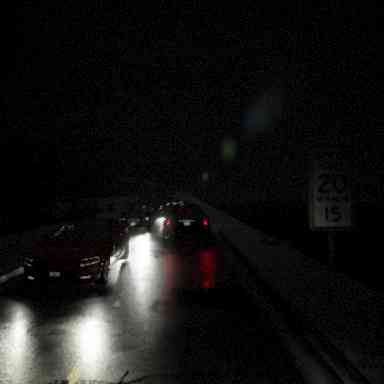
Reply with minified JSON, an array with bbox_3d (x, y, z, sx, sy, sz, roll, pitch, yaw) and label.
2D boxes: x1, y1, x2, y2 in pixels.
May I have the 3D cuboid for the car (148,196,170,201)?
[{"bbox_3d":[-3.539,1.391,31.457,2.097,1.767,4.553,0,0,-1],"label":"car"}]

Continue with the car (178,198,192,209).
[{"bbox_3d":[-1.008,1.555,47.144,1.812,1.442,4.674,0,0,-1],"label":"car"}]

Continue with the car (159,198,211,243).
[{"bbox_3d":[-0.267,1.366,16.248,2.097,1.767,4.553,0,0,-1],"label":"car"}]

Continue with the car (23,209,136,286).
[{"bbox_3d":[-3.060,1.502,9.763,1.882,1.535,5.008,0,0,-1],"label":"car"}]

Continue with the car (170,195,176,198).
[{"bbox_3d":[-4.477,1.460,72.987,2.033,1.411,5.357,0,0,-1],"label":"car"}]

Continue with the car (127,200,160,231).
[{"bbox_3d":[-3.319,1.525,20.989,2.128,1.511,4.902,0,0,-1],"label":"car"}]
